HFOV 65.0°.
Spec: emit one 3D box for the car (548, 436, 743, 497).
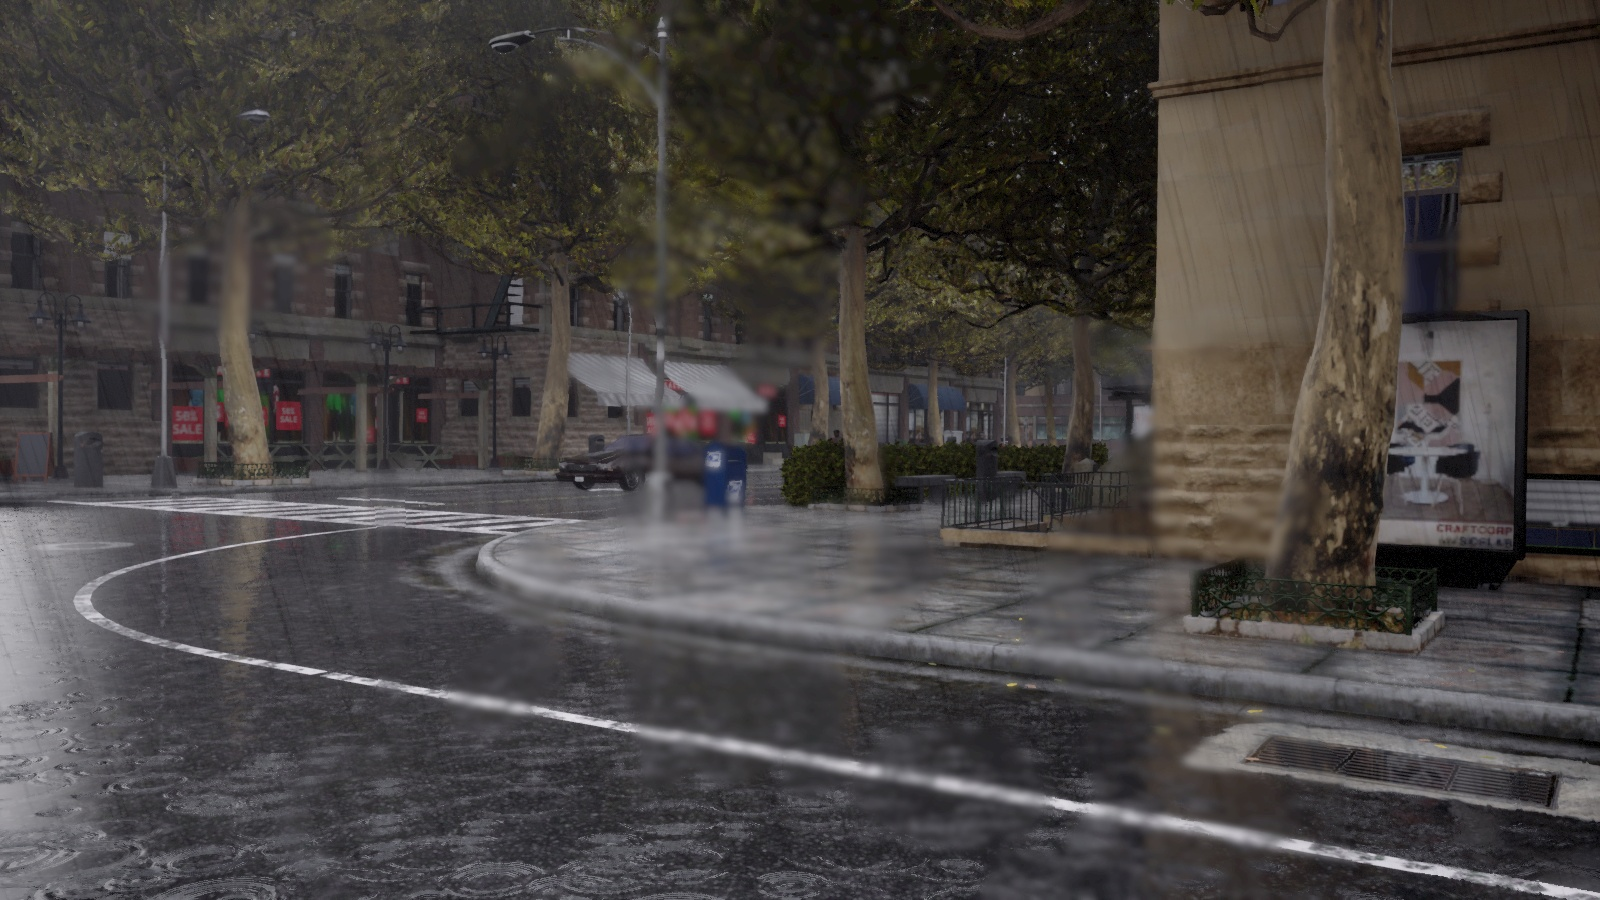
[{"bbox_3d":[-3.879,0.368,32.640,2.033,1.411,5.357,0,1,33],"label":"car"}]
